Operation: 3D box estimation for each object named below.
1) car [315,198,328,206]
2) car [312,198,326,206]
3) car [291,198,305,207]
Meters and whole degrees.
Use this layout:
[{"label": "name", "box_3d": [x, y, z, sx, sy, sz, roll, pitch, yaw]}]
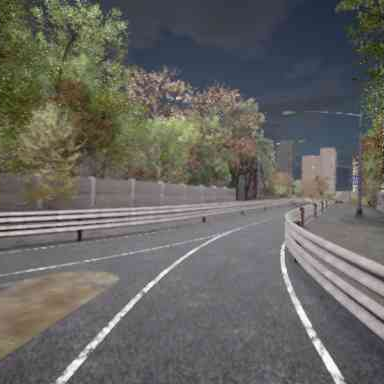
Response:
[{"label": "car", "box_3d": [26.356, 1.977, 67.544, 2.128, 1.511, 4.902, 1, -1, 25]}, {"label": "car", "box_3d": [22.042, 1.965, 58.212, 2.033, 1.411, 5.357, 1, 0, 25]}, {"label": "car", "box_3d": [18.966, 1.841, 59.344, 1.882, 1.535, 5.008, 1, 0, 25]}]
